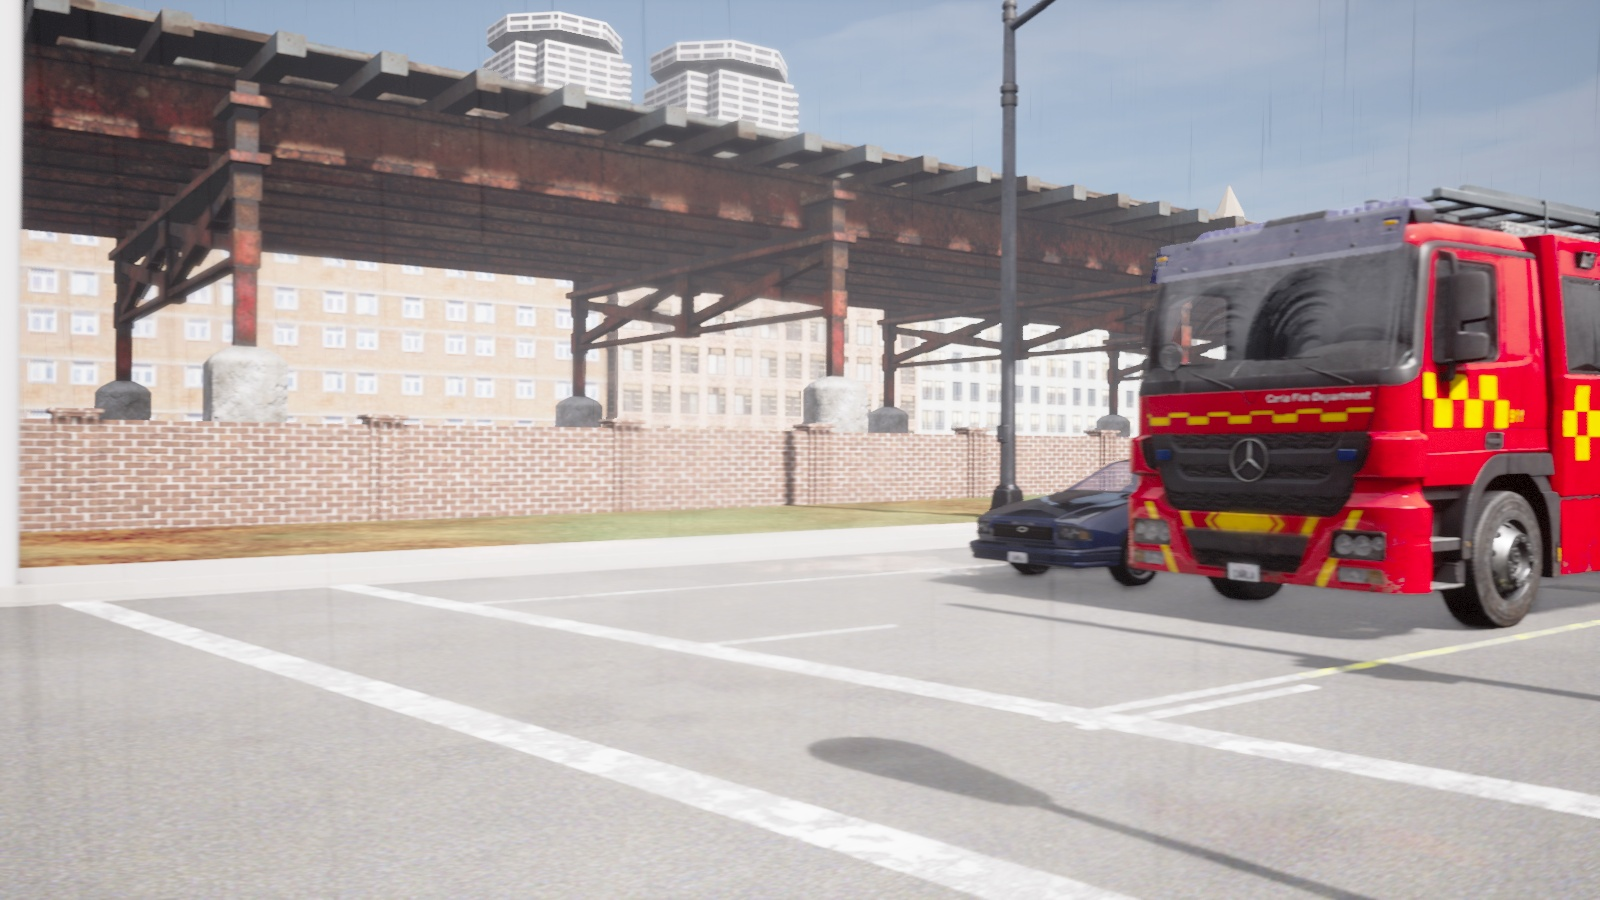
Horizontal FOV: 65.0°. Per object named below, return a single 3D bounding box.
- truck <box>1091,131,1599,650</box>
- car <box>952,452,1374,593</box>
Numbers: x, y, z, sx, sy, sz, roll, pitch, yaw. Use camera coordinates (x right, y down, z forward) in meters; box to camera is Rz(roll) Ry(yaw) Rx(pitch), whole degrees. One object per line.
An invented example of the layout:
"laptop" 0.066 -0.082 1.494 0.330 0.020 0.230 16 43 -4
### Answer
"truck" 7.050 -0.473 12.796 8.468 3.827 2.891 -1 0 -33
"car" 4.558 0.759 15.362 5.357 1.411 2.033 -1 0 -35
